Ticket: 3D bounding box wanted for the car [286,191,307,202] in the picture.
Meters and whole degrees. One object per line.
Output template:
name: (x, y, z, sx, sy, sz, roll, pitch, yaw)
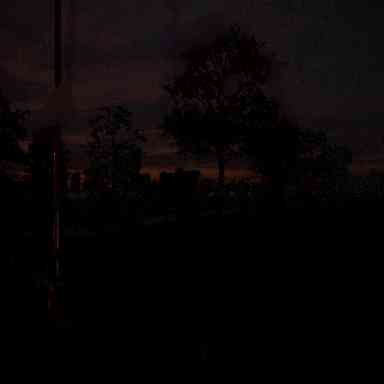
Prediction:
car: (15.439, 0.602, 49.052, 1.882, 1.535, 5.008, 0, 1, 36)
